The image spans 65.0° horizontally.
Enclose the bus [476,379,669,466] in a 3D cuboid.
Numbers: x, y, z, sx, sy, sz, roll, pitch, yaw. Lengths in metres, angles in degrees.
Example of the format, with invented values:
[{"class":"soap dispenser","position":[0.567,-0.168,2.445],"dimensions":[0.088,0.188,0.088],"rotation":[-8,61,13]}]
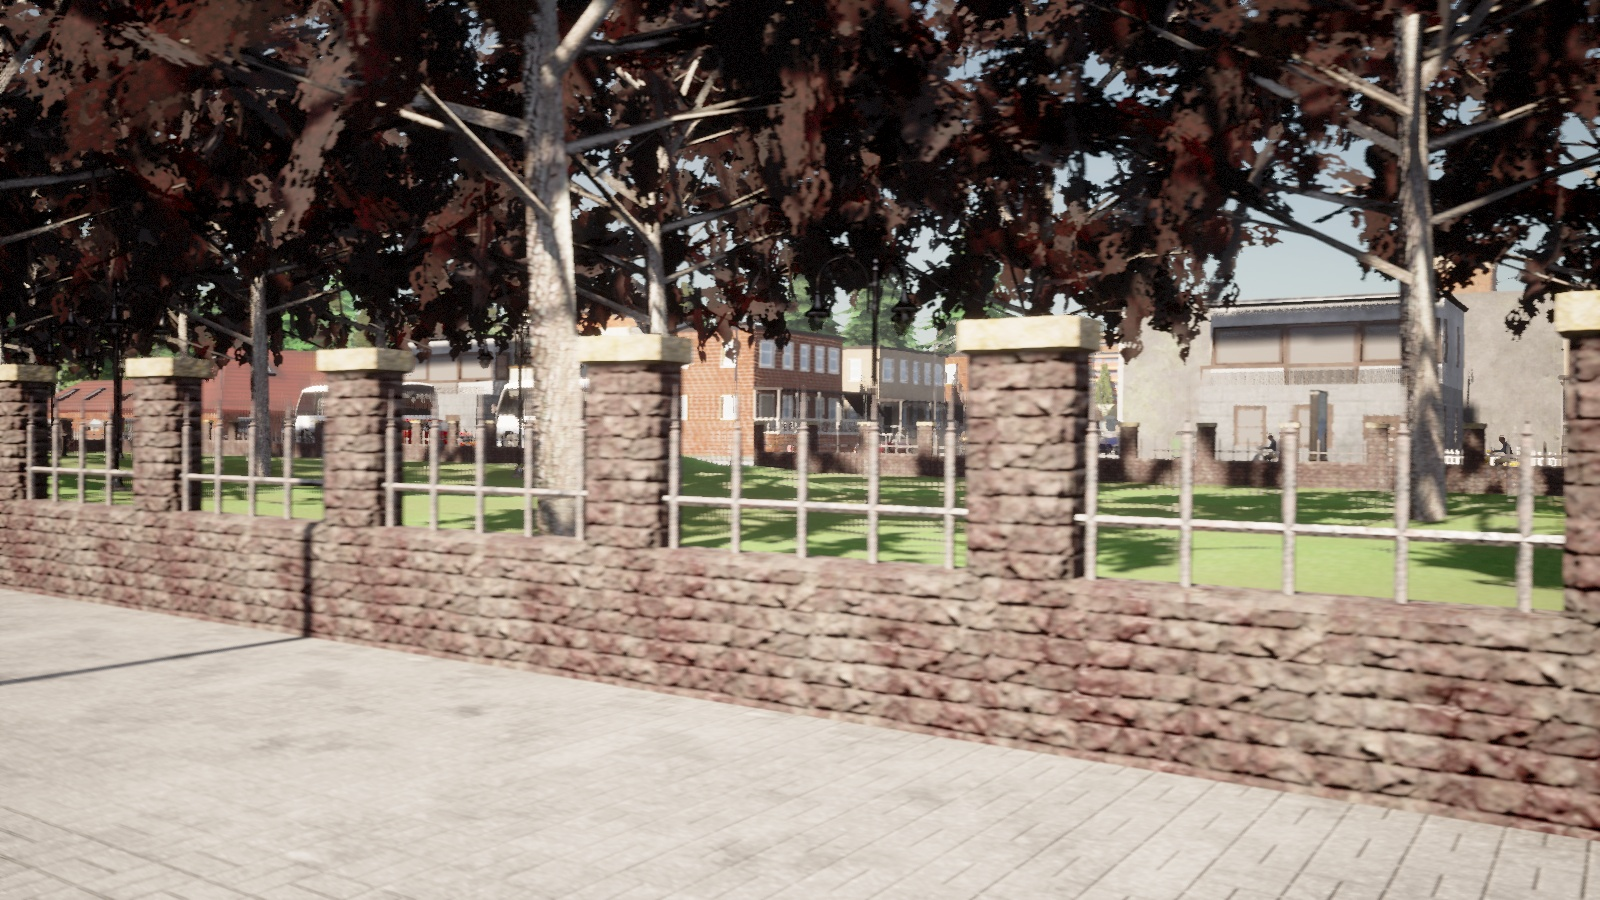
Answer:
[{"class":"bus","position":[-12.071,-1.437,66.067],"dimensions":[10.273,4.253,3.944],"rotation":[1,2,36]}]

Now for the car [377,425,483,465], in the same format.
[{"class":"car","position":[-19.718,-0.283,66.828],"dimensions":[5.566,2.045,2.150],"rotation":[0,1,30]}]

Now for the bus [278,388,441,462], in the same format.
[{"class":"bus","position":[-26.939,-1.446,76.547],"dimensions":[10.273,4.253,3.944],"rotation":[0,1,34]}]

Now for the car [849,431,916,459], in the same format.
[{"class":"car","position":[4.556,-0.285,68.924],"dimensions":[1.970,1.475,3.806],"rotation":[0,1,34]}]
